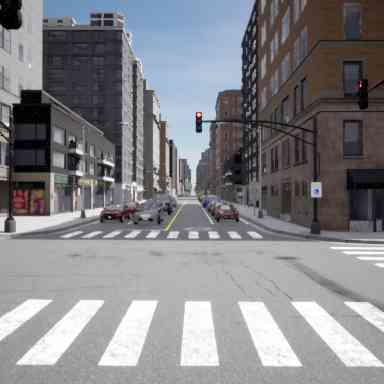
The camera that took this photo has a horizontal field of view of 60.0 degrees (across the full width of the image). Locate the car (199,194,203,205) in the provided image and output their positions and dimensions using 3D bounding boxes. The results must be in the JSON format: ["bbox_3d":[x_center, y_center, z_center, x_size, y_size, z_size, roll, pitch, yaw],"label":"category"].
[{"bbox_3d":[2.629,1.329,48.633,2.192,1.841,5.009,1,0,0],"label":"car"}]

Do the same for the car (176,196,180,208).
[{"bbox_3d":[-3.136,1.578,46.886,1.994,1.385,4.181,0,0,-1],"label":"car"}]

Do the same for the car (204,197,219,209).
[{"bbox_3d":[2.638,1.591,37.287,1.802,1.307,4.206,1,0,0],"label":"car"}]

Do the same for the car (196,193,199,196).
[{"bbox_3d":[2.594,1.349,82.674,2.192,1.841,5.009,1,0,0],"label":"car"}]

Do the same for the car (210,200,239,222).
[{"bbox_3d":[2.650,1.588,25.940,1.802,1.307,4.206,1,0,0],"label":"car"}]

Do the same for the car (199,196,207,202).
[{"bbox_3d":[2.597,1.556,77.170,1.752,1.417,4.829,1,0,0],"label":"car"}]

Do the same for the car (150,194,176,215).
[{"bbox_3d":[-3.138,1.230,34.517,2.150,2.045,5.566,0,0,0],"label":"car"}]

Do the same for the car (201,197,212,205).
[{"bbox_3d":[2.615,1.602,59.980,1.802,1.307,4.206,1,0,0],"label":"car"}]

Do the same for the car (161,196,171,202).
[{"bbox_3d":[-5.928,1.582,76.996,2.008,1.369,4.403,1,0,0],"label":"car"}]

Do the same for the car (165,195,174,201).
[{"bbox_3d":[-5.940,1.603,88.342,1.947,1.339,4.313,1,0,0],"label":"car"}]

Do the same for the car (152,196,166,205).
[{"bbox_3d":[-5.909,1.461,59.977,1.967,1.590,4.097,1,0,0],"label":"car"}]

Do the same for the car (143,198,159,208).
[{"bbox_3d":[-5.899,1.596,48.632,1.802,1.307,4.206,1,0,0],"label":"car"}]

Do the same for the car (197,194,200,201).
[{"bbox_3d":[2.603,1.593,71.327,1.947,1.339,4.313,1,0,0],"label":"car"}]

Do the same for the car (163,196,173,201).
[{"bbox_3d":[-5.934,1.600,82.669,1.947,1.339,4.313,1,0,0],"label":"car"}]

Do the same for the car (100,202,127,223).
[{"bbox_3d":[-5.876,1.551,25.940,1.887,1.381,4.507,1,0,0],"label":"car"}]

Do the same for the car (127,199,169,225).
[{"bbox_3d":[-3.104,1.497,24.346,2.128,1.511,4.902,0,0,-1],"label":"car"}]

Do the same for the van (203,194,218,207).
[{"bbox_3d":[2.635,1.353,42.960,1.690,1.788,3.998,1,0,0],"label":"van"}]

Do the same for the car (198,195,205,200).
[{"bbox_3d":[2.581,1.565,94.190,1.752,1.417,4.829,1,0,0],"label":"car"}]

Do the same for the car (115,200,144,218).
[{"bbox_3d":[-5.882,1.552,31.613,1.887,1.381,4.507,1,0,0],"label":"car"}]

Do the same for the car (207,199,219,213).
[{"bbox_3d":[2.644,1.589,31.613,1.802,1.307,4.206,1,0,0],"label":"car"}]

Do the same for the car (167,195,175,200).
[{"bbox_3d":[-5.945,1.585,94.015,1.887,1.381,4.507,1,0,0],"label":"car"}]

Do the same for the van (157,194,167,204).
[{"bbox_3d":[-5.915,1.365,65.650,1.690,1.788,3.998,1,0,0],"label":"van"}]
